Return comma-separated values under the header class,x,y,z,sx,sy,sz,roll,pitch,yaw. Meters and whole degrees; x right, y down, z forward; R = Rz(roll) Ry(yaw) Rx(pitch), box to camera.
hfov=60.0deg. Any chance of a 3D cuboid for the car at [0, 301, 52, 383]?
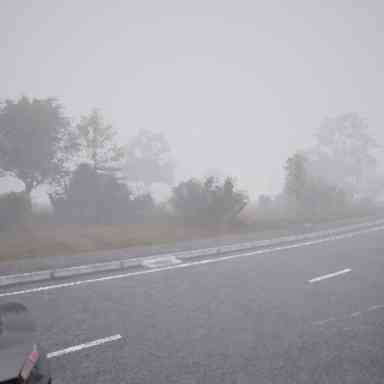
class,x,y,z,sx,sy,sz,roll,pitch,yaw
car,-3.367,1.501,1.702,4.902,1.511,2.128,0,0,-36
